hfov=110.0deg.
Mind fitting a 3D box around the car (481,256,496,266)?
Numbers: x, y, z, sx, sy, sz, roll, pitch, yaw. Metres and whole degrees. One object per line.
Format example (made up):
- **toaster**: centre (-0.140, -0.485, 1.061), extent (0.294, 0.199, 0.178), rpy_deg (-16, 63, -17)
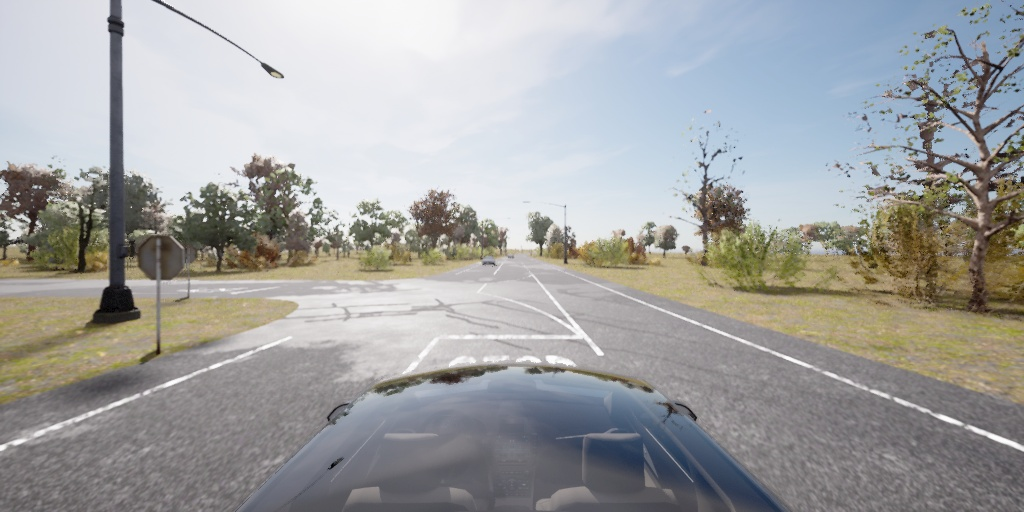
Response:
- **car**: centre (-3.403, 0.753, 52.904), extent (1.812, 1.442, 4.674), rpy_deg (0, 1, 0)
